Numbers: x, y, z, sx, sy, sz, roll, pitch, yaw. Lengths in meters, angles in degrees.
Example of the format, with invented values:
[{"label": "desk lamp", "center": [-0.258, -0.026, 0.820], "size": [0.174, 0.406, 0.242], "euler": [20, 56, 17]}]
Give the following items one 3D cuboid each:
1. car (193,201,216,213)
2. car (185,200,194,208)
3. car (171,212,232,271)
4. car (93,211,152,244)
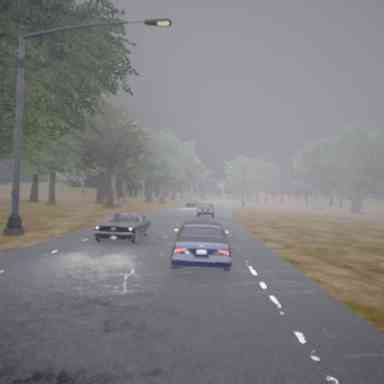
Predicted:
[{"label": "car", "center": [1.535, 1.912, 36.025], "size": [2.033, 1.411, 5.357], "euler": [0, -1, 4]}, {"label": "car", "center": [0.002, 2.100, 57.825], "size": [1.895, 1.301, 4.718], "euler": [2, -1, 7]}, {"label": "car", "center": [0.315, 1.681, 11.482], "size": [2.033, 1.411, 5.357], "euler": [2, 0, 1]}, {"label": "car", "center": [-3.248, 1.646, 16.281], "size": [1.895, 1.301, 4.718], "euler": [2, 0, 2]}]
